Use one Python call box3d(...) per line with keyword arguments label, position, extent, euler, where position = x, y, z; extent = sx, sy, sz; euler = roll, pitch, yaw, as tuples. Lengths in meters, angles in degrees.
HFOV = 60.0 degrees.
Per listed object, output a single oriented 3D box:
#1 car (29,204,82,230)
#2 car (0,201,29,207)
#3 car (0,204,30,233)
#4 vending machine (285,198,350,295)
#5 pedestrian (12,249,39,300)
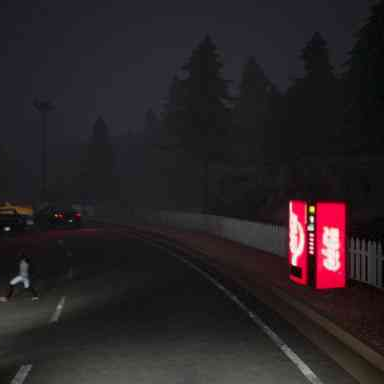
box3d(label="car", position=(-8.683, 1.526, 21.439), extent=(1.812, 1.442, 4.674), euler=(0, 0, -41))
box3d(label="car", position=(-15.269, 1.477, 28.009), extent=(5.008, 1.535, 1.882), euler=(0, 0, 40))
box3d(label="car", position=(-10.954, 1.601, 18.865), extent=(1.895, 1.301, 4.718), euler=(0, 0, -40))
box3d(label="vending machine", position=(2.909, 1.195, 7.784), extent=(1.100, 2.100, 0.880), euler=(0, 0, -13))
box3d(label="pedestrian", position=(-3.441, 1.294, 6.919), extent=(0.375, 1.860, 0.375), euler=(0, 0, -14))
